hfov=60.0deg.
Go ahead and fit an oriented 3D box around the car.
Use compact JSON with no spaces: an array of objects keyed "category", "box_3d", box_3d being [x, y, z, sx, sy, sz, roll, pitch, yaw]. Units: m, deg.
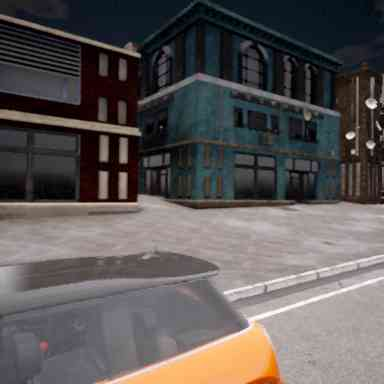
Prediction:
[{"category":"car","box_3d":[-1.485,1.352,2.196,4.553,1.767,2.097,0,0,-35]}]
